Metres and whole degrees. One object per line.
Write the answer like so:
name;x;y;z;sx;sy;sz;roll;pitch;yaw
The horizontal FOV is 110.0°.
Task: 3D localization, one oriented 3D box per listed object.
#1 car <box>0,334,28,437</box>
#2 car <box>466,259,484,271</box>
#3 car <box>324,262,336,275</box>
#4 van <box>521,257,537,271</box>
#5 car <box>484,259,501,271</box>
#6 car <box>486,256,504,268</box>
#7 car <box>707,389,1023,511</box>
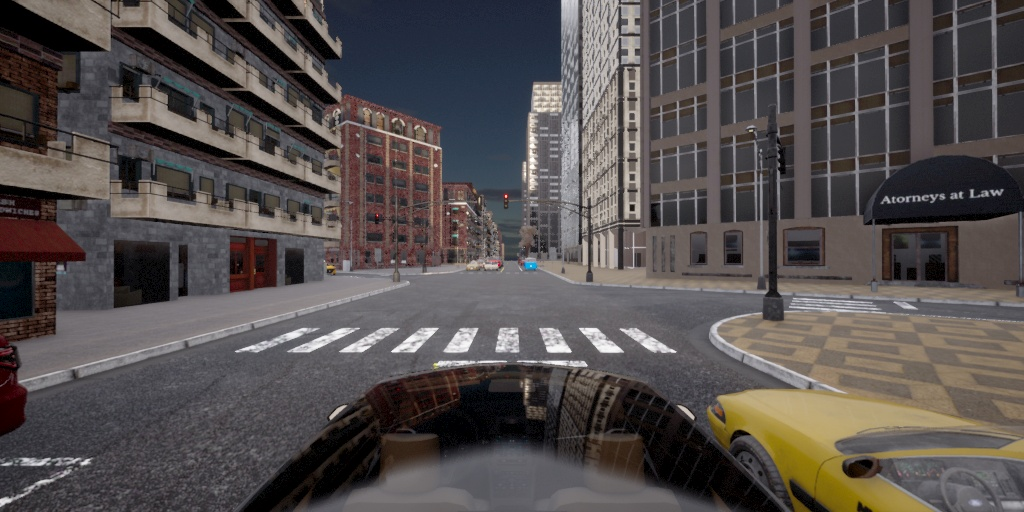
car;-5.314;1.064;1.056;2.192;1.841;5.009;0;0;0
car;-5.343;1.321;49.886;1.751;1.417;4.829;0;0;0
car;-22.262;1.427;41.644;5.008;1.535;1.882;-1;-1;41
van;2.537;1.136;50.060;1.690;1.789;3.998;0;0;0
car;-2.877;1.397;50.170;1.895;1.301;4.718;0;0;-2
car;-2.866;1.038;59.678;2.150;2.045;5.566;0;0;0
car;2.566;1.275;1.238;1.751;1.417;4.829;0;0;0
